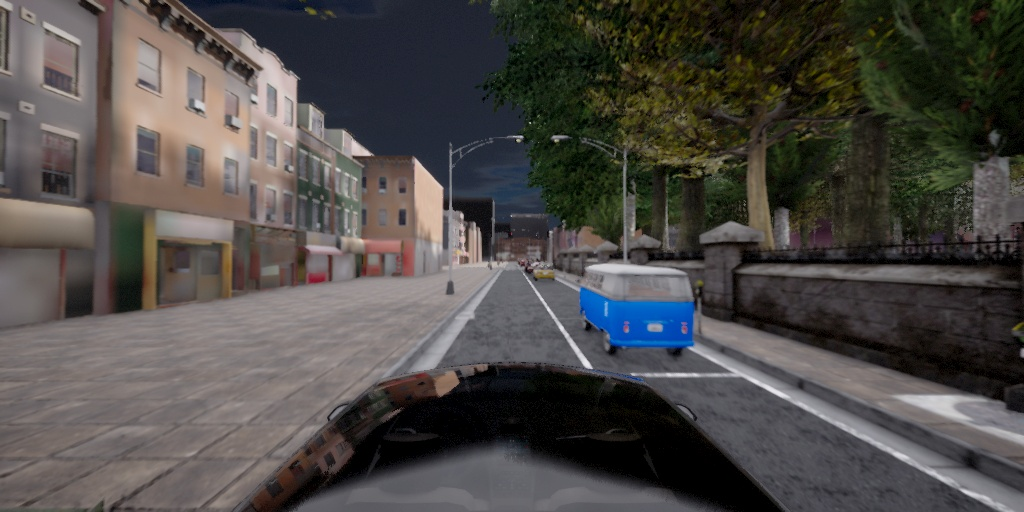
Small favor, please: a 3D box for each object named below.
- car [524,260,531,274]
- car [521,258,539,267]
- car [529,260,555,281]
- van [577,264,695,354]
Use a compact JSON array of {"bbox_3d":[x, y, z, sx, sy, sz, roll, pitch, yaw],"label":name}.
[{"bbox_3d":[2.660,1.397,41.179,1.802,1.307,4.207,0,0,0],"label":"car"},{"bbox_3d":[2.662,1.145,46.628,2.192,1.841,5.009,0,0,0],"label":"car"},{"bbox_3d":[2.654,1.315,30.451,1.751,1.417,4.829,0,0,0],"label":"car"},{"bbox_3d":[2.643,1.097,8.483,1.690,1.789,3.998,0,0,0],"label":"van"}]
